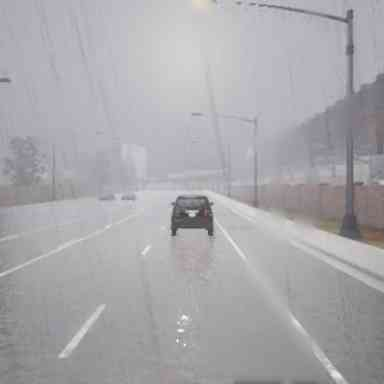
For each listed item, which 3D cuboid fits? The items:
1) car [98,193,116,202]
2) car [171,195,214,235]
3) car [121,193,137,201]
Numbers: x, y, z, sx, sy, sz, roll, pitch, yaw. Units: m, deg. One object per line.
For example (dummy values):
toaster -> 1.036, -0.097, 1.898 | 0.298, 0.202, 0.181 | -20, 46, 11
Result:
car -> -13.959, 0.798, 54.871 | 2.033, 1.411, 5.357 | 0, 1, 0
car -> 0.017, 1.165, 18.473 | 2.150, 2.045, 5.566 | 0, 0, 0
car -> -10.456, 0.808, 55.213 | 1.994, 1.385, 4.181 | 0, 1, 0
